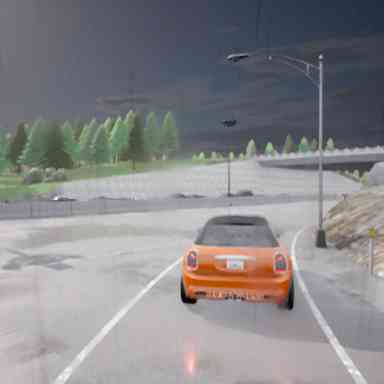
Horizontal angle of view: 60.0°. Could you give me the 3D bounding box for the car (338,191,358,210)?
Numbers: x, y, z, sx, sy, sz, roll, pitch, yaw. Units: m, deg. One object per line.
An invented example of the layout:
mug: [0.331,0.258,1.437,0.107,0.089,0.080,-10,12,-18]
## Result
car: [18.026,1.067,37.071,2.097,1.767,4.553,0,1,42]

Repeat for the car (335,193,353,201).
car: [30.434,0.963,66.624,1.882,1.535,5.008,0,1,42]

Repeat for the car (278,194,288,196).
car: [19.078,1.023,69.723,1.994,1.385,4.181,0,1,42]

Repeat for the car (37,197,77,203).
car: [-18.043,1.272,44.488,1.895,1.301,4.718,0,1,42]

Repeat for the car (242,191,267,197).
car: [12.253,1.077,62.196,2.033,1.411,5.357,0,1,43]

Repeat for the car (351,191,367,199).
car: [37.403,0.657,74.327,2.097,1.767,4.553,0,1,42]

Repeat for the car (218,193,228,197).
car: [7.581,0.952,72.664,1.837,1.490,4.892,0,1,42]

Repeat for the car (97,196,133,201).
car: [-8.524,1.271,39.358,1.994,1.385,4.181,0,1,42]

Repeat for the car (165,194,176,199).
car: [-2.819,1.045,61.259,1.837,1.490,4.892,0,1,43]

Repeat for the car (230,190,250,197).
car: [10.843,0.688,71.051,2.150,2.045,5.566,0,1,42]

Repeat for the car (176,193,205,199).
car: [0.191,1.101,59.378,2.033,1.411,5.357,0,1,43]

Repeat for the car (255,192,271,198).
car: [17.945,0.665,84.121,1.812,1.442,4.674,0,1,42]

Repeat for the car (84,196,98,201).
car: [-12.644,1.228,45.232,1.994,1.385,4.181,0,1,42]

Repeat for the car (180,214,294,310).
car: [1.134,1.291,7.982,2.097,1.767,4.553,0,0,10]
